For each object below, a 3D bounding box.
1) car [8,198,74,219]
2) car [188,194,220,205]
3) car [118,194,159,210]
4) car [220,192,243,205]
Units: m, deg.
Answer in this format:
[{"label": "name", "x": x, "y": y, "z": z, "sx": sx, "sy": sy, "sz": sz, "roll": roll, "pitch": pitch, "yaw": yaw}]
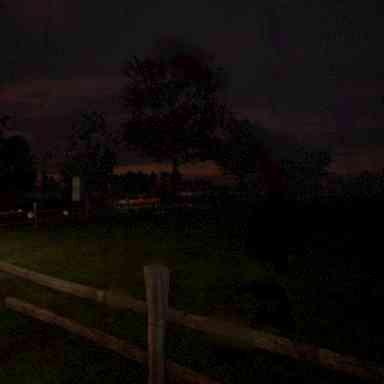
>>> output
[{"label": "car", "x": -11.658, "y": 1.227, "z": 25.991, "sx": 1.837, "sy": 1.490, "sz": 4.892, "roll": 0, "pitch": 1, "yaw": 37}, {"label": "car", "x": 1.360, "y": 0.909, "z": 43.552, "sx": 1.994, "sy": 1.385, "sz": 4.181, "roll": 0, "pitch": 1, "yaw": 37}, {"label": "car", "x": -5.414, "y": 1.017, "z": 34.423, "sx": 1.882, "sy": 1.535, "sz": 5.008, "roll": 0, "pitch": 1, "yaw": 36}, {"label": "car", "x": 4.877, "y": 0.822, "z": 43.372, "sx": 1.837, "sy": 1.490, "sz": 4.892, "roll": 0, "pitch": 1, "yaw": 37}]
